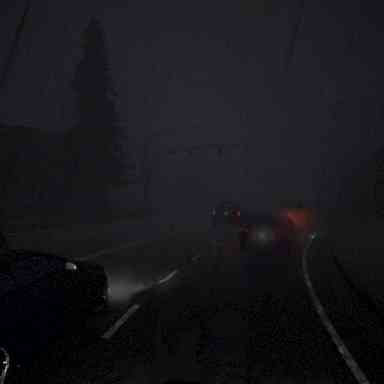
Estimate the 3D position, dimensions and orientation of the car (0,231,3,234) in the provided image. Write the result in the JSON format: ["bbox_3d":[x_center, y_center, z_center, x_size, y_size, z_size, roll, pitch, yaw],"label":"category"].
[{"bbox_3d":[-6.183,1.446,7.032,2.128,1.511,4.902,0,0,11],"label":"car"}]

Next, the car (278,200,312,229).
[{"bbox_3d":[6.677,1.362,21.948,2.097,1.767,4.553,0,0,24],"label":"car"}]

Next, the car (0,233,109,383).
[{"bbox_3d":[-2.804,1.541,4.942,1.994,1.385,4.181,0,0,7],"label":"car"}]

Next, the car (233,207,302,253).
[{"bbox_3d":[3.325,1.565,13.985,1.994,1.385,4.181,0,0,22],"label":"car"}]

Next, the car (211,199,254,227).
[{"bbox_3d":[2.893,1.340,22.014,2.097,1.767,4.553,0,0,23],"label":"car"}]
